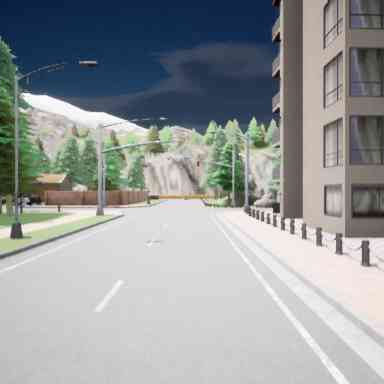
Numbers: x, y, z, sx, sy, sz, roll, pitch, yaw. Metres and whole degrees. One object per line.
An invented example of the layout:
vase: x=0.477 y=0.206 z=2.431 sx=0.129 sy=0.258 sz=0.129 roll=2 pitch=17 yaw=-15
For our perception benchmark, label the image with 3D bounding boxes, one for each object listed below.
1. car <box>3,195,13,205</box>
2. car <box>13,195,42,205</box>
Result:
car: x=-27.524 y=1.130 z=50.799 sx=1.905 sy=1.878 sz=3.866 roll=0 pitch=0 yaw=-1
car: x=-25.020 y=1.128 z=51.246 sx=1.932 sy=1.855 sz=4.605 roll=0 pitch=0 yaw=-1
